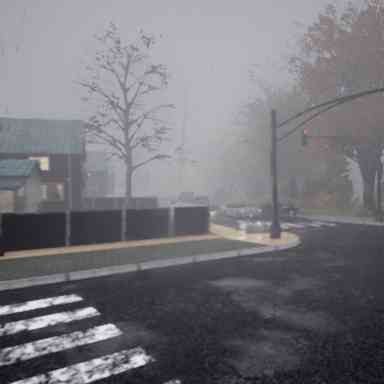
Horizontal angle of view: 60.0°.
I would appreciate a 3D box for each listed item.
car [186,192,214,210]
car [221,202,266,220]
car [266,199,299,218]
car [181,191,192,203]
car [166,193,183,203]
[{"bbox_3d":[1.123,1.233,40.005,2.097,1.767,4.553,-1,1,-15],"label":"car"},{"bbox_3d":[4.150,1.558,28.504,1.895,1.301,4.718,-1,1,-15],"label":"car"},{"bbox_3d":[7.193,1.385,28.499,2.128,1.511,4.902,-1,1,-15],"label":"car"},{"bbox_3d":[-1.015,0.917,59.278,2.150,2.045,5.566,-1,1,-15],"label":"car"},{"bbox_3d":[-3.395,1.369,57.350,1.895,1.301,4.718,-1,1,-14],"label":"car"}]
